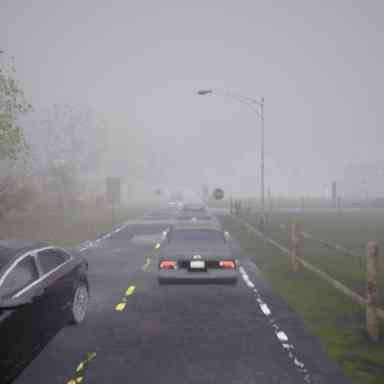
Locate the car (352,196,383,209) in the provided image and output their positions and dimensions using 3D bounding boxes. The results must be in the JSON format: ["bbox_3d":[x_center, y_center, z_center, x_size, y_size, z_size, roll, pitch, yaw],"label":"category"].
[{"bbox_3d":[21.153,1.187,37.632,5.357,1.411,2.033,0,0,-1],"label":"car"}]

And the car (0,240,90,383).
[{"bbox_3d":[-2.747,1.463,4.143,2.128,1.511,4.902,0,0,0],"label":"car"}]

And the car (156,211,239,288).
[{"bbox_3d":[0.107,1.483,9.175,2.033,1.411,5.357,0,0,0],"label":"car"}]

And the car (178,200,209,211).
[{"bbox_3d":[0.117,1.420,20.062,1.994,1.385,4.181,0,0,0],"label":"car"}]

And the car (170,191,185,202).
[{"bbox_3d":[-2.752,0.757,60.033,2.150,2.045,5.566,0,0,1],"label":"car"}]

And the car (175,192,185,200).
[{"bbox_3d":[-2.683,0.871,75.489,1.882,1.535,5.008,0,1,0],"label":"car"}]
